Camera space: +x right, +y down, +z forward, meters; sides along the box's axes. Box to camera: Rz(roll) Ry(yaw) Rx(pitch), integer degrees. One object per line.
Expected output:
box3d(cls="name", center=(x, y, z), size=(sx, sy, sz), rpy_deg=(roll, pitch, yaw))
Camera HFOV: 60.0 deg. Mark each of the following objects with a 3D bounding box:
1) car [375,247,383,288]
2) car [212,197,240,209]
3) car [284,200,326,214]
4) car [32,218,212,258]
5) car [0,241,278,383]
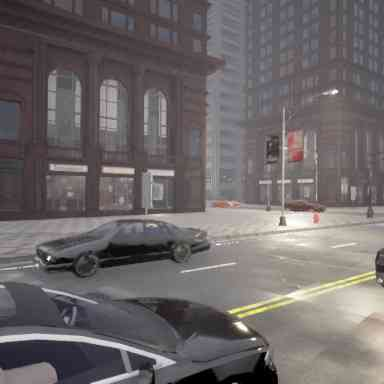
box3d(cls="car", center=(6.198, 1.516, 7.843), size=(4.892, 1.490, 1.837), rpy_deg=(0, 0, -35))
box3d(cls="car", center=(4.998, 1.599, 49.104), size=(2.097, 1.767, 4.553), rpy_deg=(1, -1, -35))
box3d(cls="car", center=(12.829, 1.661, 38.064), size=(1.882, 1.535, 5.008), rpy_deg=(1, -1, -36))
box3d(cls="car", center=(-1.897, 1.549, 10.306), size=(5.357, 1.411, 2.033), rpy_deg=(0, 0, -35))
box3d(cls="car", center=(-1.421, 1.492, 2.426), size=(4.902, 1.511, 2.128), rpy_deg=(0, 0, -35))
